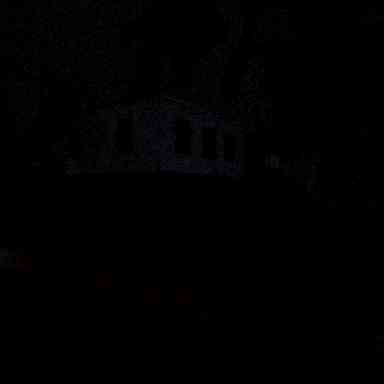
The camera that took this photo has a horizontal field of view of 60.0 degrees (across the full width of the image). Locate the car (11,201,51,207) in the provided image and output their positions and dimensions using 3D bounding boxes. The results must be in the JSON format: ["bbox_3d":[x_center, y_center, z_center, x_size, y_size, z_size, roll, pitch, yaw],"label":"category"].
[{"bbox_3d":[-14.698,1.528,29.171,2.033,1.411,5.357,0,0,29],"label":"car"}]
